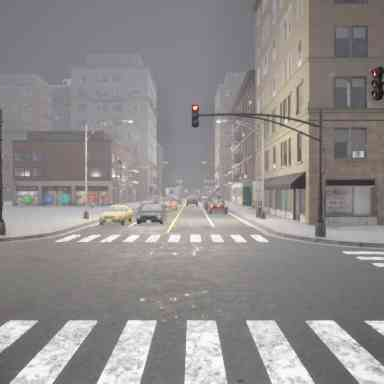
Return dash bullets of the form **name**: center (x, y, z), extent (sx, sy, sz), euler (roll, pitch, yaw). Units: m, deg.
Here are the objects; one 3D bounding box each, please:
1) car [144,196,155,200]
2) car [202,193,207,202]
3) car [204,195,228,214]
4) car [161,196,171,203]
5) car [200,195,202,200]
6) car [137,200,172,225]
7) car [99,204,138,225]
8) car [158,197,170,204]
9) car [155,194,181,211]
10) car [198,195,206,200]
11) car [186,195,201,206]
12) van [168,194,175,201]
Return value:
- **car**: center (-5.353, 1.553, 41.058), extent (2.008, 1.369, 4.403), euler (0, 0, 0)
- **car**: center (2.672, 1.318, 41.050), extent (2.192, 1.841, 5.009), euler (0, 0, 0)
- **car**: center (2.667, 1.442, 35.388), extent (1.967, 1.590, 4.097), euler (0, 0, 0)
- **car**: center (-5.328, 1.531, 69.197), extent (1.752, 1.417, 4.829), euler (0, 0, 0)
- **car**: center (2.682, 1.529, 52.544), extent (1.752, 1.417, 4.829), euler (0, 0, 0)
- **car**: center (-2.829, 1.548, 24.334), extent (2.033, 1.411, 5.357), euler (0, 0, 0)
- **car**: center (-5.368, 1.526, 23.902), extent (1.752, 1.417, 4.829), euler (0, 0, 0)
- **car**: center (-5.333, 1.587, 63.706), extent (1.802, 1.307, 4.206), euler (0, 0, 0)
- **car**: center (-2.813, 1.354, 39.779), extent (2.097, 1.767, 4.553), euler (0, 0, 0)
- **car**: center (2.717, 1.577, 92.008), extent (1.947, 1.339, 4.313), euler (0, 0, 0)
- **car**: center (0.047, 1.509, 54.009), extent (1.837, 1.490, 4.892), euler (0, 0, 0)
- **van**: center (-5.313, 1.350, 86.353), extent (1.690, 1.788, 3.998), euler (0, 0, 0)
